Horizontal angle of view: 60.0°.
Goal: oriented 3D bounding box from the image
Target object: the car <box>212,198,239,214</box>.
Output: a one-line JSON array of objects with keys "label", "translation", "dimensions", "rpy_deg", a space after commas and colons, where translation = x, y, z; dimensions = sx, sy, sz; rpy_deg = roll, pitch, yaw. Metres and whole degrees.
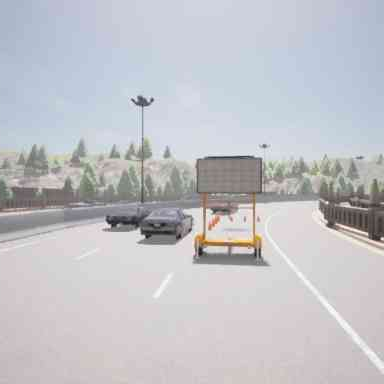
[{"label": "car", "translation": [3.642, 1.579, 35.195], "dimensions": [1.895, 1.301, 4.718], "rpy_deg": [0, 0, 21]}]

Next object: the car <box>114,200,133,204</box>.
[{"label": "car", "translation": [-7.352, 1.570, 36.097], "dimensions": [1.994, 1.385, 4.181], "rpy_deg": [0, 0, 20]}]

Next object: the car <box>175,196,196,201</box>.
[{"label": "car", "translation": [-1.096, 1.521, 57.348], "dimensions": [1.837, 1.490, 4.892], "rpy_deg": [-1, 0, 32]}]

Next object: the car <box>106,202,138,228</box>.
[{"label": "car", "translation": [-3.844, 1.598, 22.034], "dimensions": [1.895, 1.301, 4.718], "rpy_deg": [0, 0, 11]}]

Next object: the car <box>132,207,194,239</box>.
[{"label": "car", "translation": [-1.154, 1.545, 17.460], "dimensions": [2.033, 1.411, 5.357], "rpy_deg": [0, 0, 9]}]

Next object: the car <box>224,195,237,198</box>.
[{"label": "car", "translation": [8.505, 1.538, 75.836], "dimensions": [2.128, 1.511, 4.902], "rpy_deg": [-1, 0, 43]}]

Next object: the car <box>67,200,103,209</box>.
[{"label": "car", "translation": [-13.102, 1.625, 40.846], "dimensions": [1.895, 1.301, 4.718], "rpy_deg": [0, 0, 21]}]

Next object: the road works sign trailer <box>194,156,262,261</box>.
[{"label": "road works sign trailer", "translation": [1.389, 0.465, 12.405], "dimensions": [2.380, 3.560, 2.880], "rpy_deg": [0, 0, 9]}]
